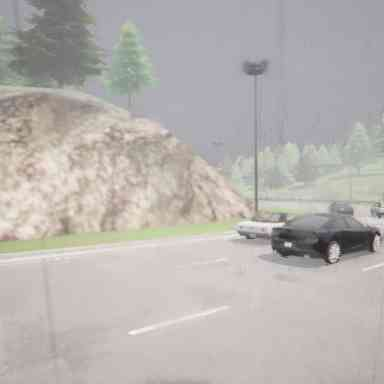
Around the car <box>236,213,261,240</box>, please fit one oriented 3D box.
[{"bbox_3d":[4.311,1.607,15.886,4.718,1.301,1.895,0,0,-41],"label":"car"}]

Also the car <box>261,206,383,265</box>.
[{"bbox_3d":[4.892,1.477,11.811,5.008,1.535,1.882,0,0,-39],"label":"car"}]

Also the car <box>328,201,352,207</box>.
[{"bbox_3d":[14.360,1.557,32.362,1.994,1.385,4.181,0,0,17],"label":"car"}]

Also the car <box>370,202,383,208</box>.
[{"bbox_3d":[17.272,1.580,29.671,1.895,1.301,4.718,0,0,19],"label":"car"}]
